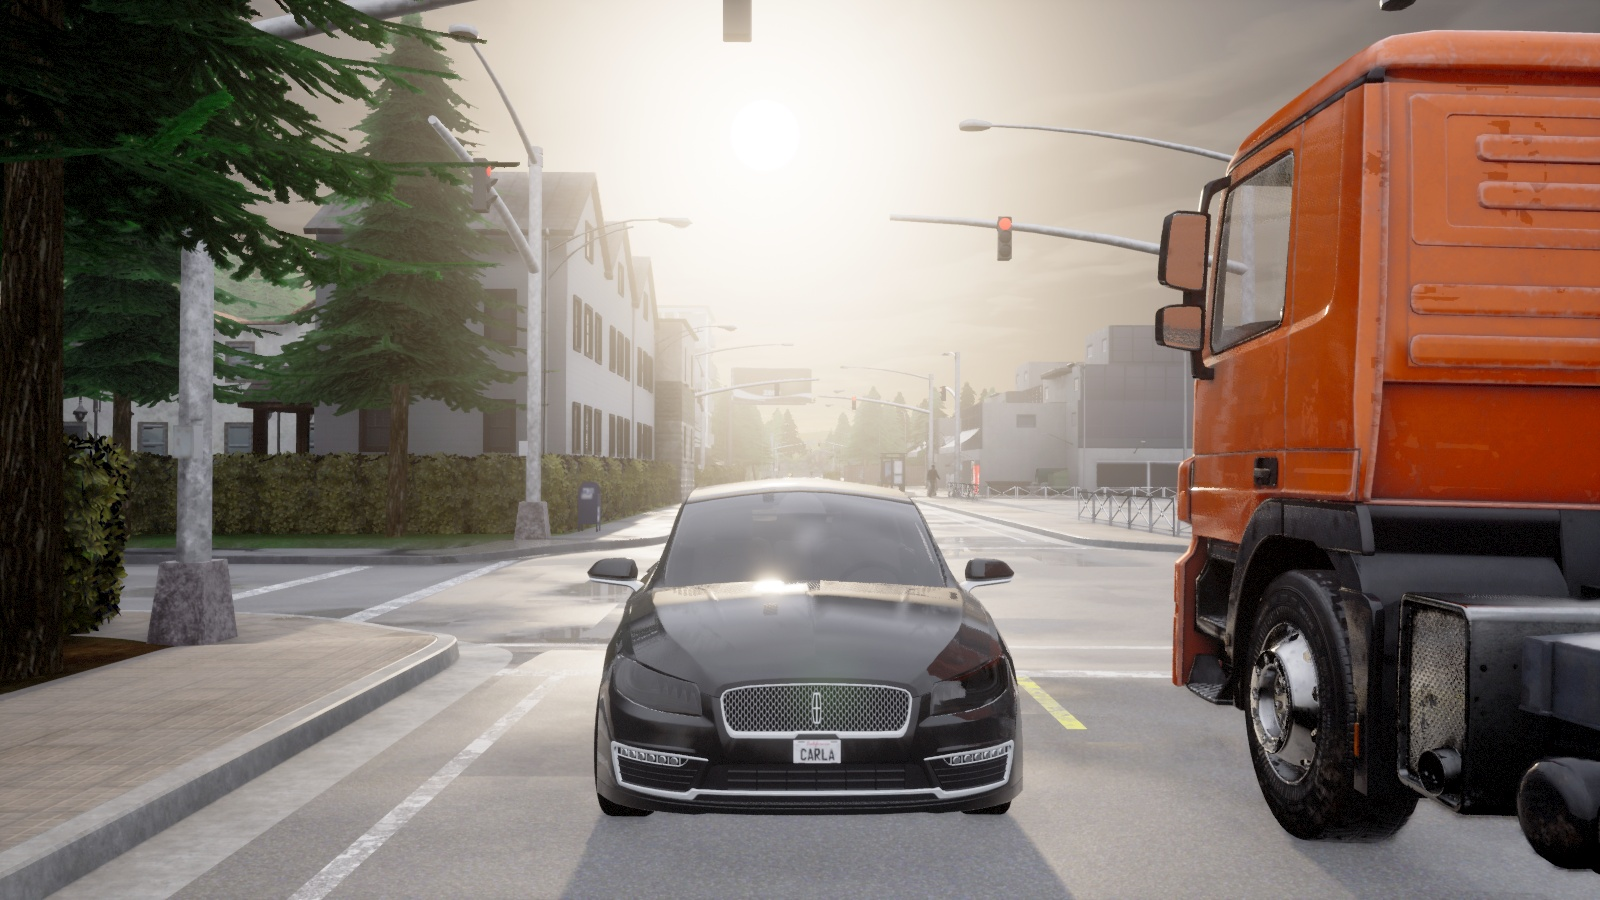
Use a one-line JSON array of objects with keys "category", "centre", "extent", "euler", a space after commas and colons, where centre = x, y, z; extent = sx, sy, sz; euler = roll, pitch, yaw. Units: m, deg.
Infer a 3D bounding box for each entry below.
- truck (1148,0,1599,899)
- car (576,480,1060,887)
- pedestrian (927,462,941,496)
[{"category": "truck", "centre": [3.467, -0.063, 3.129], "extent": [2.891, 3.462, 7.936], "euler": [1, 0, 0]}, {"category": "car", "centre": [-0.006, 0.941, 7.222], "extent": [1.837, 1.490, 4.892], "euler": [0, -1, -2]}, {"category": "pedestrian", "centre": [7.290, 1.598, 68.539], "extent": [0.431, 1.840, 0.703], "euler": [-1, -1, 40]}]
